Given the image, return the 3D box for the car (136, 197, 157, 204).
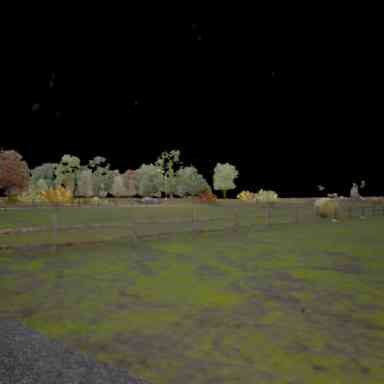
[{"bbox_3d":[-9.948,1.873,73.498,2.033,1.411,5.357,-1,-2,40],"label":"car"}]
